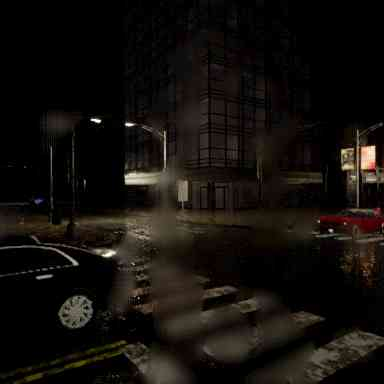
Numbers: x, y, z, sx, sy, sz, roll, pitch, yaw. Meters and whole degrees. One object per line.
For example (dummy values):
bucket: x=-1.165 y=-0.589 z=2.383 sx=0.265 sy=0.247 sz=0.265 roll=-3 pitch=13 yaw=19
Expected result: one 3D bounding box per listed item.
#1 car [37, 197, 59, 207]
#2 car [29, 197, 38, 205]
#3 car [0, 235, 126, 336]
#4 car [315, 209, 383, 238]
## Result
car: x=-22.627 y=1.712 z=52.670 sx=1.895 sy=1.301 sz=4.718 roll=0 pitch=0 yaw=-35
car: x=-28.697 y=1.691 z=61.443 sx=2.033 sy=1.411 sz=5.357 roll=0 pitch=0 yaw=-36
car: x=-3.482 y=1.505 z=5.191 sx=4.892 sy=1.490 sz=1.837 roll=0 pitch=0 yaw=-35
car: x=8.702 y=1.604 z=17.787 sx=4.718 sy=1.301 sz=1.895 roll=0 pitch=0 yaw=-35
